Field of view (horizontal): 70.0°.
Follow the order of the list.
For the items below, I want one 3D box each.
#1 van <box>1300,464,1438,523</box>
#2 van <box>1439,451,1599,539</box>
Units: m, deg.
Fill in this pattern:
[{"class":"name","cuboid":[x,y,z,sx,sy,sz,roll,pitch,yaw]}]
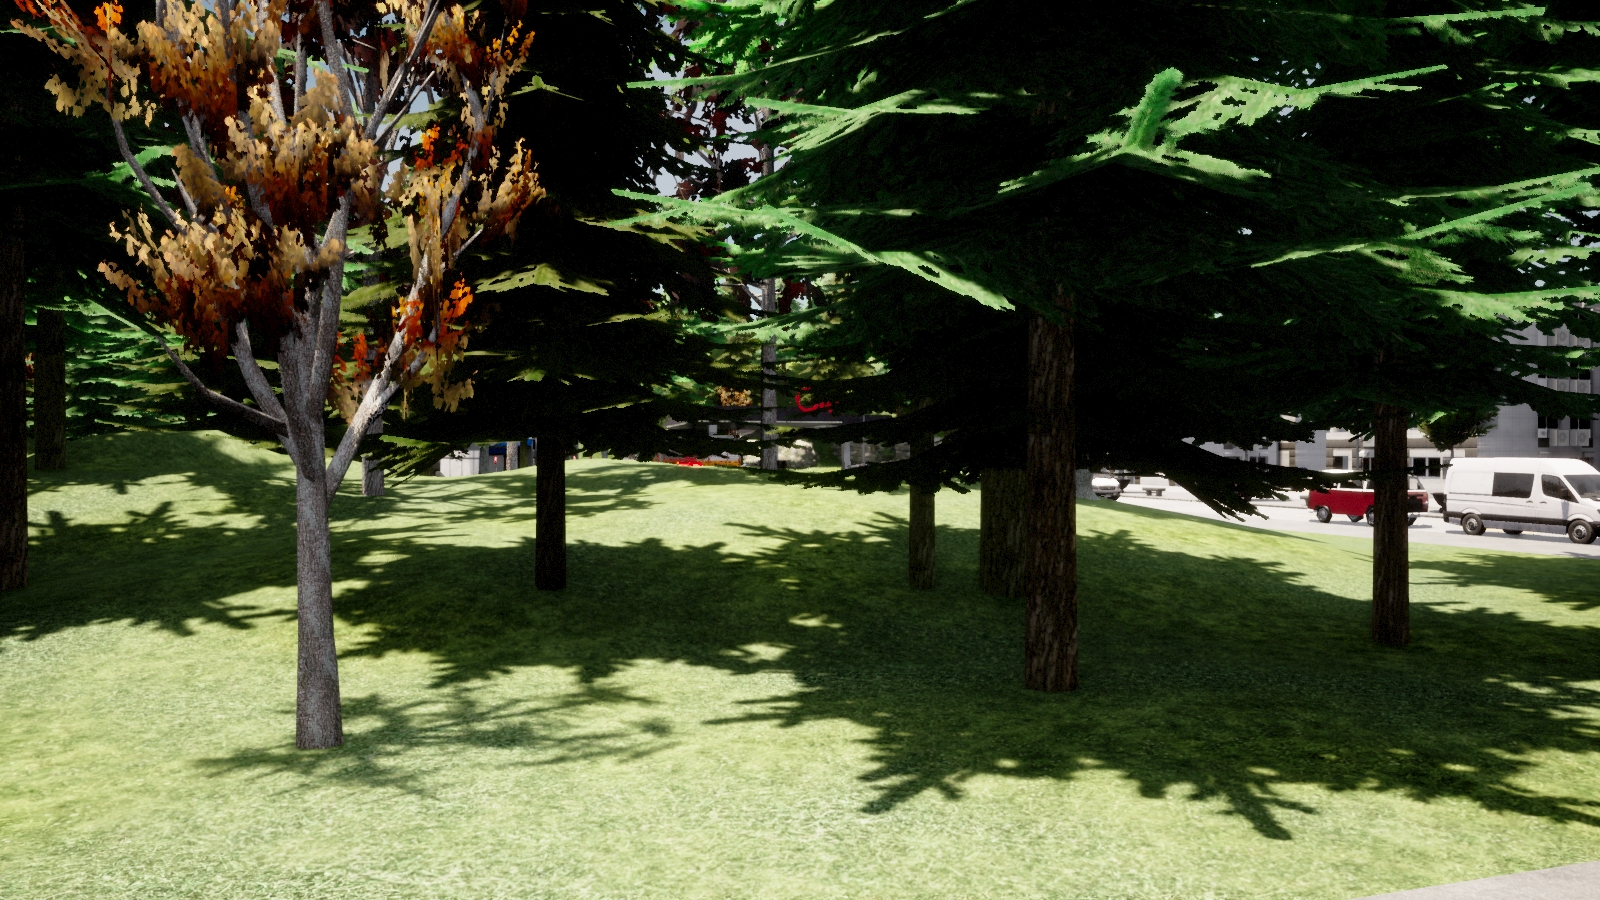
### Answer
[{"class":"van","cuboid":[21.187,1.563,42.784,2.069,2.038,4.480,0,0,-18]},{"class":"van","cuboid":[23.412,1.314,36.018,1.988,2.561,5.915,0,0,-18]}]
